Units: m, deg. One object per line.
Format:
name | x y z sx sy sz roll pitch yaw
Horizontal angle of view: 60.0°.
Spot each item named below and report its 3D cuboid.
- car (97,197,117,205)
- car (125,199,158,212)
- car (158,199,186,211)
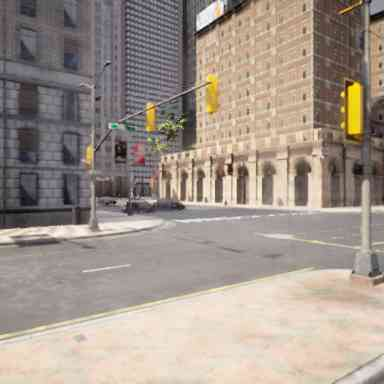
car | -14.648 1.525 57.213 2.033 1.411 5.357 0 0 -35
car | -6.306 1.507 39.316 1.812 1.442 4.674 0 0 -36
car | -2.899 1.525 40.562 2.033 1.411 5.357 0 0 -36
